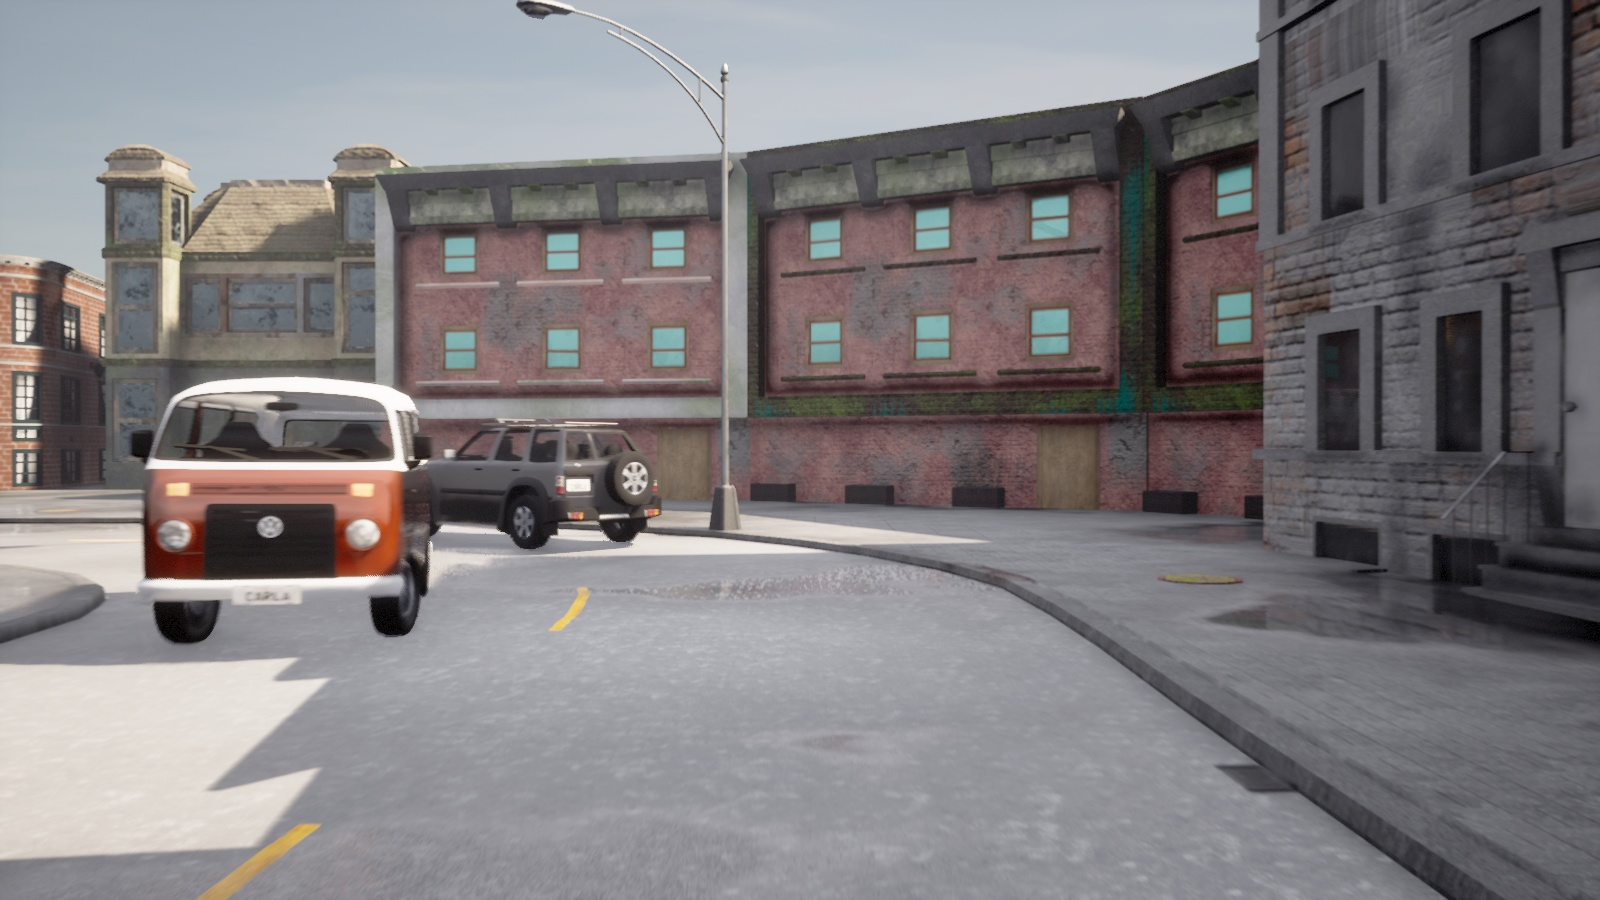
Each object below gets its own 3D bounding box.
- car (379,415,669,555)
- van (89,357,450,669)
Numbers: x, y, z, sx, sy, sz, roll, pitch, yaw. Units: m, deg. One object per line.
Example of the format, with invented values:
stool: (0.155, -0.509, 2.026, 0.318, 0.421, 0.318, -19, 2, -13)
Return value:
car: (-4.247, 0.455, 18.886, 4.605, 1.855, 1.932, 0, 0, 42)
van: (-4.129, 0.407, 10.598, 2.069, 2.038, 4.480, 1, 0, -13)
